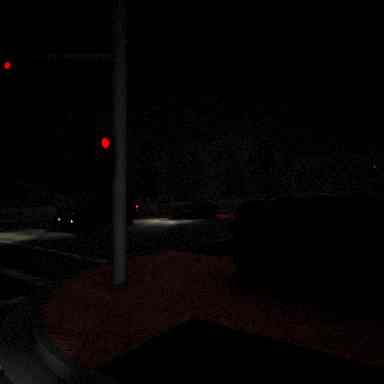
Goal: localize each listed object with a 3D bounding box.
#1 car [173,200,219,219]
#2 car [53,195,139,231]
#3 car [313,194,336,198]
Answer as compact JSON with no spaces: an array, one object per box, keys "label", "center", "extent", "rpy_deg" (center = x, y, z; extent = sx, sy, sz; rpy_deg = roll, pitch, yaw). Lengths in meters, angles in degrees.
[{"label":"car","center":[0.405,1.479,29.366],"extent":[1.882,1.535,5.008],"rpy_deg":[0,0,39]},{"label":"car","center":[-5.950,1.223,21.343],"extent":[2.150,2.045,5.566],"rpy_deg":[0,0,38]},{"label":"car","center":[14.432,1.222,35.517],"extent":[2.150,2.045,5.566],"rpy_deg":[0,0,39]}]
